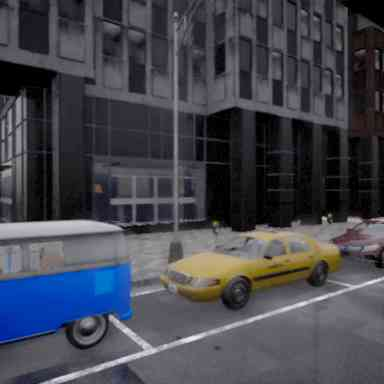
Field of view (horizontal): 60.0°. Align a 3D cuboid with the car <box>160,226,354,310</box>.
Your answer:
[{"bbox_3d":[1.600,1.528,7.794,4.829,1.417,1.752,0,0,-36],"label":"car"}]

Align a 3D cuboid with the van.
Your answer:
[{"bbox_3d":[-2.822,1.342,4.639,3.998,1.788,1.690,0,0,-36],"label":"van"}]

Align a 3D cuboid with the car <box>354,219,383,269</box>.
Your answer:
[{"bbox_3d":[6.298,1.587,11.147,4.206,1.307,1.802,0,0,-36],"label":"car"}]
